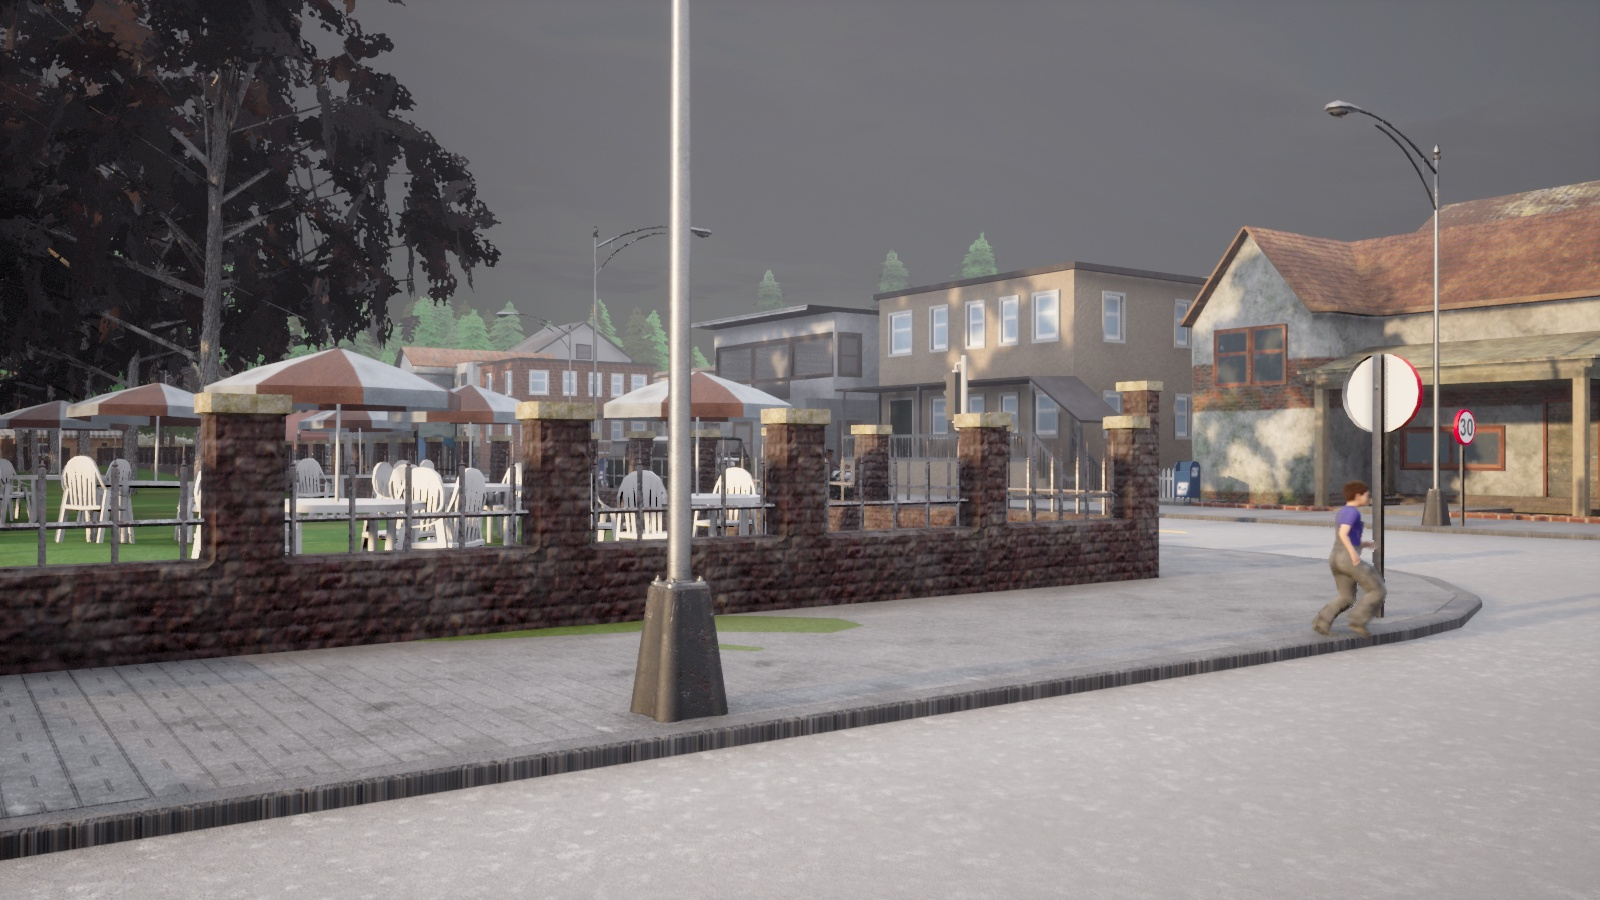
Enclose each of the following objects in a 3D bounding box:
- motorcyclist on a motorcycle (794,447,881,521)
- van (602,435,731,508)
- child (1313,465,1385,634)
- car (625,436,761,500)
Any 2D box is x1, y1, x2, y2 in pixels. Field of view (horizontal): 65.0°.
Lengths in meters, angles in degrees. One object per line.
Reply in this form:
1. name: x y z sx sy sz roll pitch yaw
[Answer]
1. motorcyclist on a motorcycle: 0.854 0.766 29.480 0.766 1.649 2.350 0 0 -36
2. van: -3.938 0.595 36.376 1.775 1.987 4.442 0 0 -35
3. child: 4.183 0.751 9.579 0.437 1.263 0.270 0 0 4
4. car: -3.768 0.576 43.110 2.150 2.045 5.566 0 0 -35
